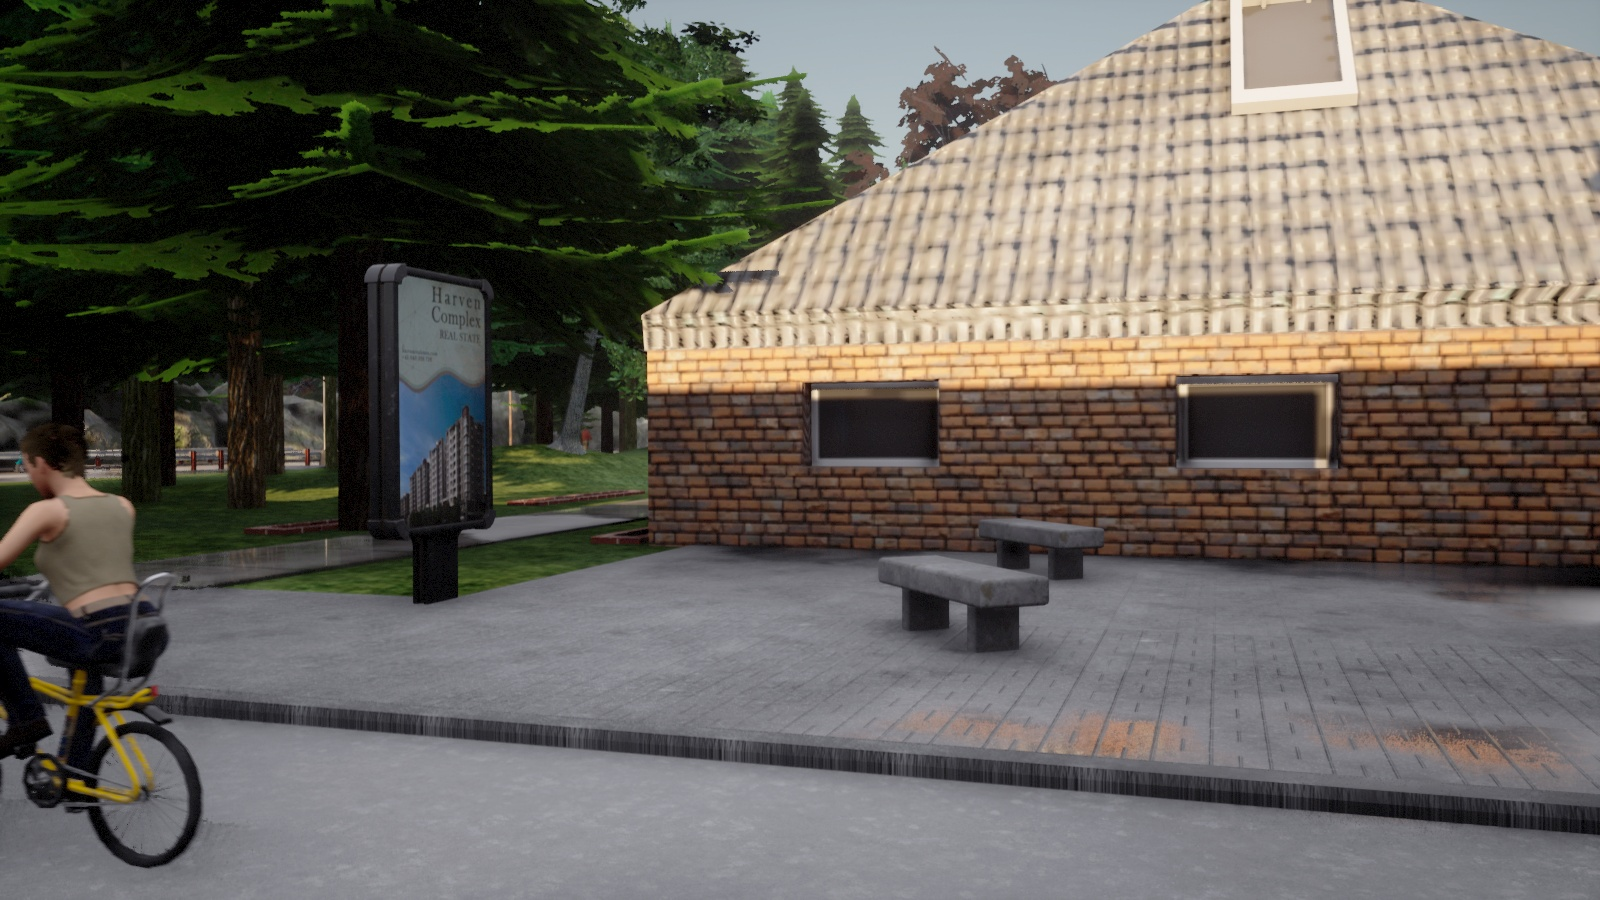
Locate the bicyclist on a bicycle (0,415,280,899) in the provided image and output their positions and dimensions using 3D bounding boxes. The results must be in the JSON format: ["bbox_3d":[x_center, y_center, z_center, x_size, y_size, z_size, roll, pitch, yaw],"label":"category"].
[{"bbox_3d":[-2.866,0.683,4.684,1.509,1.612,0.866,0,1,19],"label":"bicyclist on a bicycle"}]
